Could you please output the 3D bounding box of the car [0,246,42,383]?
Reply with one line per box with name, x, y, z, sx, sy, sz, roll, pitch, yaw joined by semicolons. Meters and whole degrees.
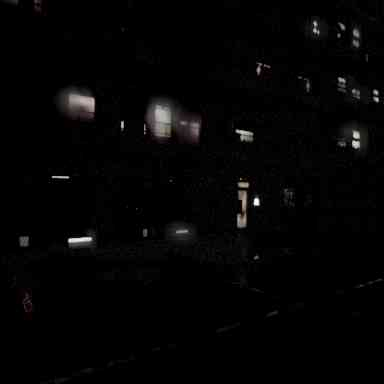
car;-4.021;1.441;3.691;4.097;1.590;1.967;0;0;-35
